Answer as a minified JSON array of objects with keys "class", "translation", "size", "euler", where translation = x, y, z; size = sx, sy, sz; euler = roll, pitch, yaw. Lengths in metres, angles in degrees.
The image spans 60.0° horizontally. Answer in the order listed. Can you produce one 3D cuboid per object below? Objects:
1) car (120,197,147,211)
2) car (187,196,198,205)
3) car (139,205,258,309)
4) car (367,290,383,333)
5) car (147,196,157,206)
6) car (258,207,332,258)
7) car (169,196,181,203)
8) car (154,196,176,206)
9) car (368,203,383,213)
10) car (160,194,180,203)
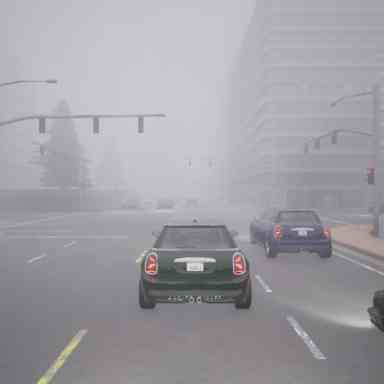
[{"class":"car","translation":[-7.364,1.505,41.131],"size":[1.837,1.490,4.892],"euler":[0,0,6]},{"class":"car","translation":[0.074,1.491,58.513],"size":[2.128,1.511,4.902],"euler":[0,0,0]},{"class":"car","translation":[0.067,1.352,8.029],"size":[2.097,1.767,4.553],"euler":[0,0,0]},{"class":"car","translation":[3.597,1.547,2.599],"size":[2.033,1.411,5.357],"euler":[0,0,0]},{"class":"car","translation":[-7.113,1.525,55.069],"size":[1.812,1.442,4.674],"euler":[0,0,0]},{"class":"car","translation":[3.581,1.352,12.869],"size":[2.097,1.767,4.553],"euler":[0,0,0]},{"class":"car","translation":[-3.531,1.525,70.254],"size":[2.128,1.511,4.902],"euler":[0,0,0]},{"class":"car","translation":[-3.376,1.564,42.057],"size":[1.994,1.385,4.181],"euler":[0,0,-4]},{"class":"car","translation":[19.922,1.492,32.505],"size":[5.357,1.411,2.033],"euler":[0,0,-18]},{"class":"car","translation":[-3.614,1.492,55.154],"size":[2.128,1.511,4.902],"euler":[0,0,0]}]
